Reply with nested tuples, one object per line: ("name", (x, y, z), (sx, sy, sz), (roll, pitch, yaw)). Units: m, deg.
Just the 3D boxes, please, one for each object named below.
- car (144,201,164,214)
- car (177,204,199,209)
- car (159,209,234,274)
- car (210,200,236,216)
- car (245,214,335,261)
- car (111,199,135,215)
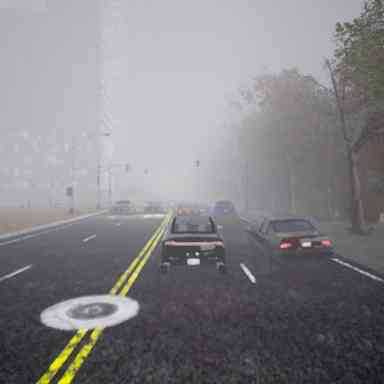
("car", (-4.012, 1.622, 35.810), (1.994, 1.385, 4.181), (0, 0, -2))
("car", (-0.360, 1.644, 28.105), (1.895, 1.301, 4.718), (0, 0, -2))
("car", (0.013, 1.508, 10.616), (2.128, 1.511, 4.902), (0, 0, -1))
("car", (2.772, 1.448, 30.549), (1.882, 1.535, 5.008), (-5, 0, -1))
("car", (3.300, 1.532, 12.328), (2.033, 1.411, 5.357), (-4, 2, -2))
("car", (-7.241, 1.535, 35.048), (1.882, 1.535, 5.008), (0, 0, -2))
